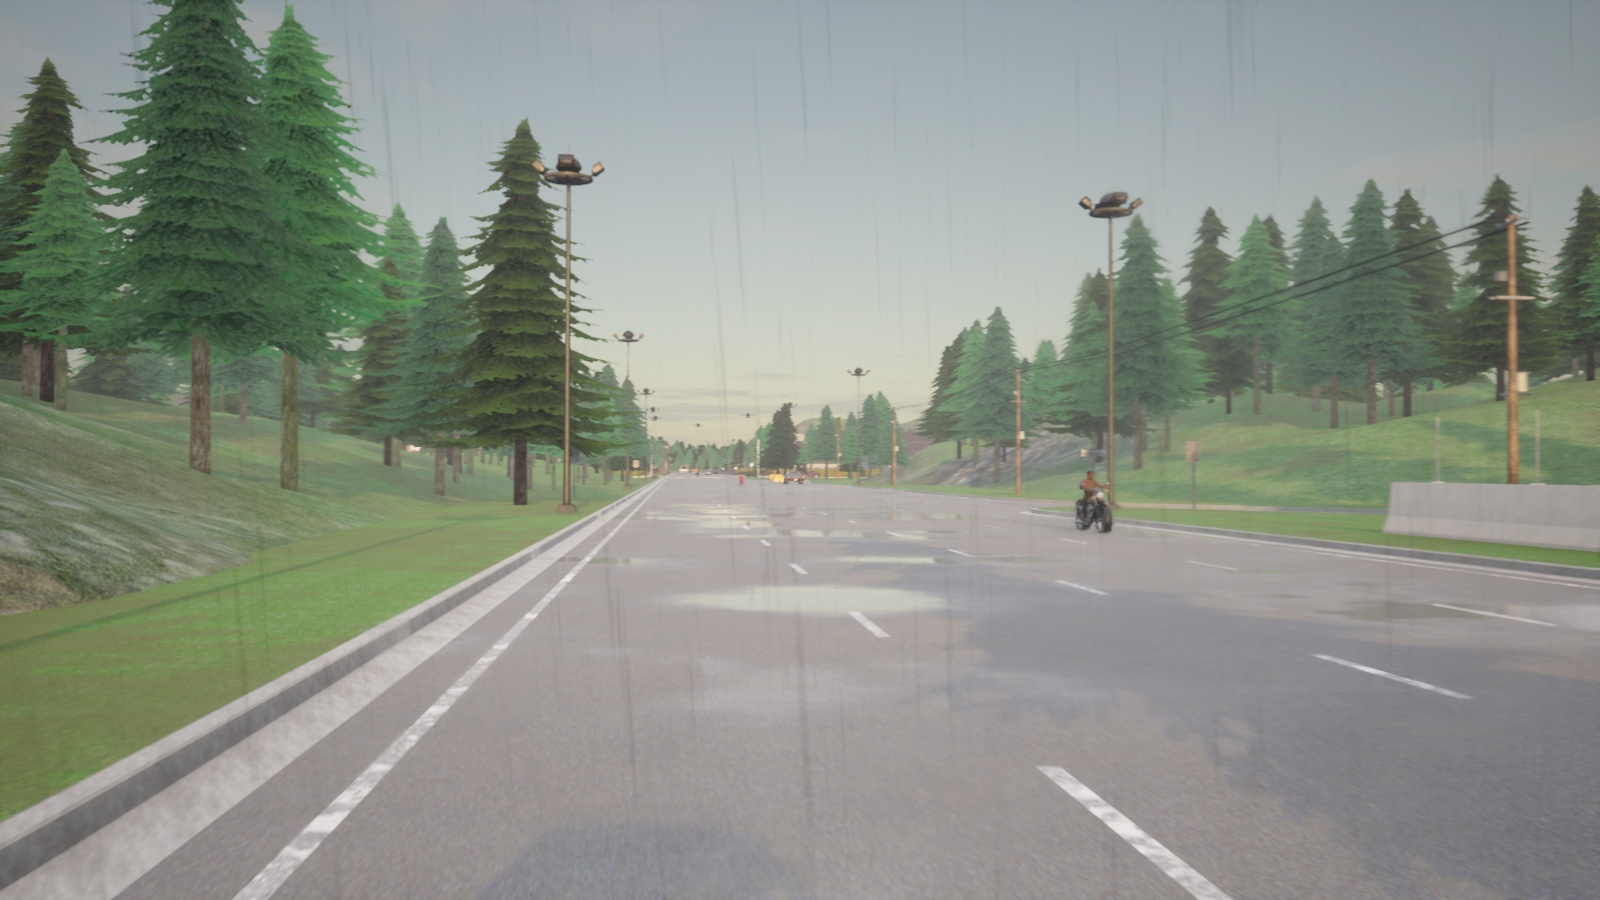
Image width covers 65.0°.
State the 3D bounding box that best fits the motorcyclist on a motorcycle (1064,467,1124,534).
[{"bbox_3d":[7.509,1.266,32.236,0.766,1.649,2.350,0,-1,-6],"label":"motorcyclist on a motorcycle"}]
